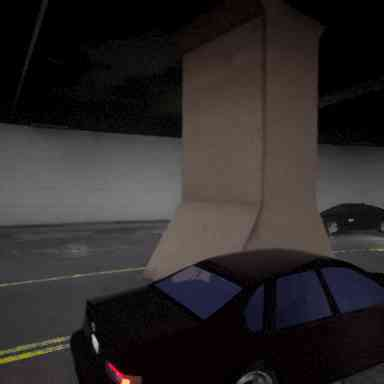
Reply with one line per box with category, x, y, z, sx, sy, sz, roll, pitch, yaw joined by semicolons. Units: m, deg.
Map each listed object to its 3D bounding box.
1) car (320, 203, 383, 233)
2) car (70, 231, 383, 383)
car;8.444;1.349;17.880;5.008;1.535;1.882;0;0;-11
car;1.291;1.505;4.387;5.357;1.411;2.033;0;1;-28
